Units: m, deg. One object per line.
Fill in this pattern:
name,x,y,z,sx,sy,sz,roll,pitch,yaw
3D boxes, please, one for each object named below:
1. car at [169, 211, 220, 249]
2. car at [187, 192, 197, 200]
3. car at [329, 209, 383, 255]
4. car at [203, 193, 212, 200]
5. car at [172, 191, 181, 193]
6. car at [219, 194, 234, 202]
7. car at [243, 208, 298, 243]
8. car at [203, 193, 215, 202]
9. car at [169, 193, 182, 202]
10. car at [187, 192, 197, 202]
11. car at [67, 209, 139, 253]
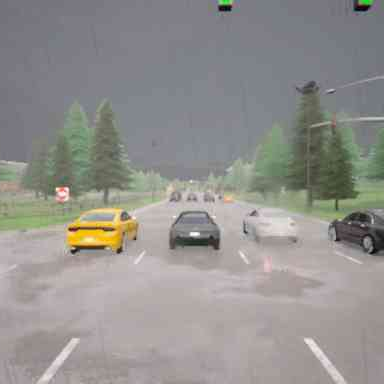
car,0.101,1.506,14.209,1.994,1.385,4.181,0,0,0
car,0.008,0.880,75.698,2.097,1.767,4.553,0,0,0
car,7.101,1.451,13.086,1.837,1.490,4.892,0,0,0
car,3.508,1.025,75.728,1.837,1.490,4.892,0,0,0
car,-3.492,0.750,75.758,2.150,2.045,5.566,0,0,0
car,7.006,1.212,65.309,1.882,1.535,5.008,0,0,0
car,3.588,1.461,15.716,1.812,1.442,4.674,0,0,0
car,3.507,1.296,65.726,1.994,1.385,4.181,0,0,0
car,-3.493,1.334,65.757,1.895,1.301,4.718,0,0,0
car,0.007,1.085,65.695,2.097,1.767,4.553,0,0,0
car,-3.399,1.422,13.496,1.882,1.535,5.008,0,0,0
